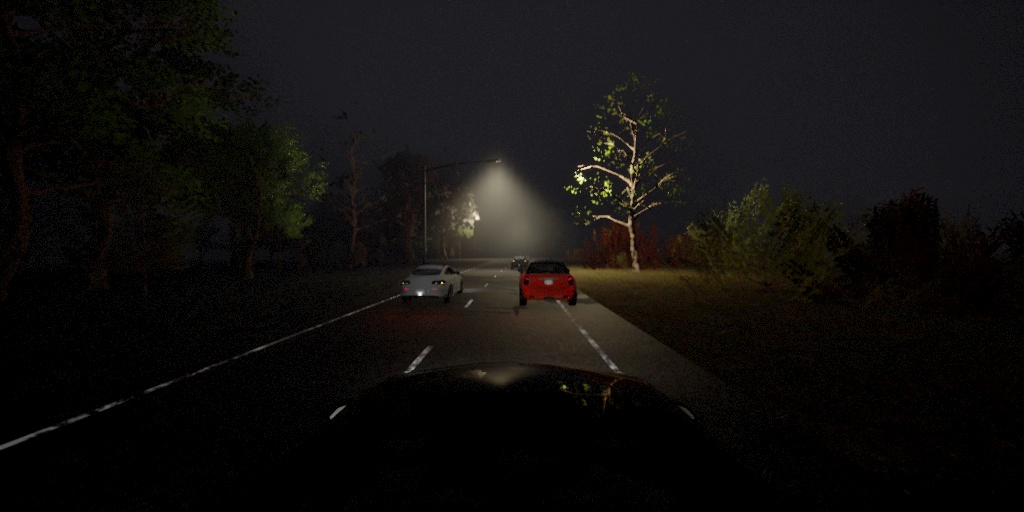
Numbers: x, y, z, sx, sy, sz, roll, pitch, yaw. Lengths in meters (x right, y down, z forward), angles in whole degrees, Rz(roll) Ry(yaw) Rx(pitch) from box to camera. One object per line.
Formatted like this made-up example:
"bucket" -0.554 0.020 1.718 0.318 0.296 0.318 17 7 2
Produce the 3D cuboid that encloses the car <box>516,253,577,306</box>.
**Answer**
"car" 1.333 0.914 14.816 2.097 1.767 4.553 0 1 1

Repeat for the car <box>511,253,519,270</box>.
"car" 0.901 0.697 39.929 2.128 1.511 4.902 0 1 3

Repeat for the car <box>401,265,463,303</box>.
"car" -3.268 1.083 15.200 1.812 1.442 4.674 0 1 1
